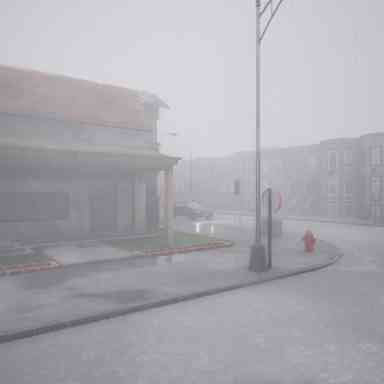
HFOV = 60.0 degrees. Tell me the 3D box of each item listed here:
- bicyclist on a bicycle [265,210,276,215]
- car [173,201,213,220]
[{"bbox_3d":[7.478,1.349,31.706,1.656,1.620,0.582,0,0,-36],"label":"bicyclist on a bicycle"},{"bbox_3d":[-0.187,1.526,28.019,1.812,1.442,4.674,0,0,-36],"label":"car"}]
